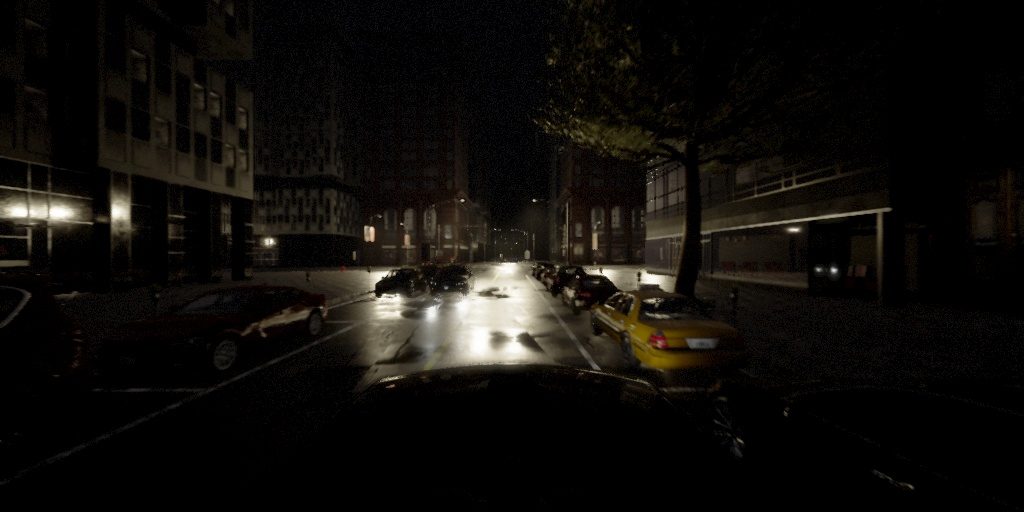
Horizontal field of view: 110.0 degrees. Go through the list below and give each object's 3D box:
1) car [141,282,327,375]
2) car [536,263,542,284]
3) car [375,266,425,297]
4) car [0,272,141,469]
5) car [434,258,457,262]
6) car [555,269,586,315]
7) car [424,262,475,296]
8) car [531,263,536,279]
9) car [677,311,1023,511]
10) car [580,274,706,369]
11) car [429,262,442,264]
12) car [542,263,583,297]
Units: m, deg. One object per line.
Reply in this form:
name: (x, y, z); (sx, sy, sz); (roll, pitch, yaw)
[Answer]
car: (-5.668, 1.295, 7.526); (1.888, 1.381, 4.507); (0, 0, 0)
car: (2.857, 1.342, 24.437); (1.802, 1.307, 4.207); (0, 0, 0)
car: (-5.668, 1.320, 18.803); (1.948, 1.339, 4.313); (0, 0, 0)
car: (-5.668, 1.065, 1.886); (2.192, 1.841, 5.009); (0, 0, 0)
car: (-5.668, 1.080, 30.079); (2.192, 1.841, 5.009); (0, 0, 0)
car: (2.857, 1.334, 13.159); (1.802, 1.307, 4.207); (0, 0, 0)
car: (-3.099, 1.260, 19.316); (1.837, 1.490, 4.892); (0, 0, 0)
car: (2.857, 1.331, 30.076); (1.948, 1.339, 4.313); (0, 0, 0)
car: (2.858, 1.316, 1.880); (1.948, 1.339, 4.313); (0, 0, 0)
car: (2.857, 1.275, 7.690); (1.751, 1.417, 4.829); (0, 0, 0)
car: (-5.668, 1.325, 24.441); (1.948, 1.339, 4.313); (0, 0, 0)
car: (2.858, 1.194, 18.798); (1.967, 1.591, 4.097); (0, 0, 0)
